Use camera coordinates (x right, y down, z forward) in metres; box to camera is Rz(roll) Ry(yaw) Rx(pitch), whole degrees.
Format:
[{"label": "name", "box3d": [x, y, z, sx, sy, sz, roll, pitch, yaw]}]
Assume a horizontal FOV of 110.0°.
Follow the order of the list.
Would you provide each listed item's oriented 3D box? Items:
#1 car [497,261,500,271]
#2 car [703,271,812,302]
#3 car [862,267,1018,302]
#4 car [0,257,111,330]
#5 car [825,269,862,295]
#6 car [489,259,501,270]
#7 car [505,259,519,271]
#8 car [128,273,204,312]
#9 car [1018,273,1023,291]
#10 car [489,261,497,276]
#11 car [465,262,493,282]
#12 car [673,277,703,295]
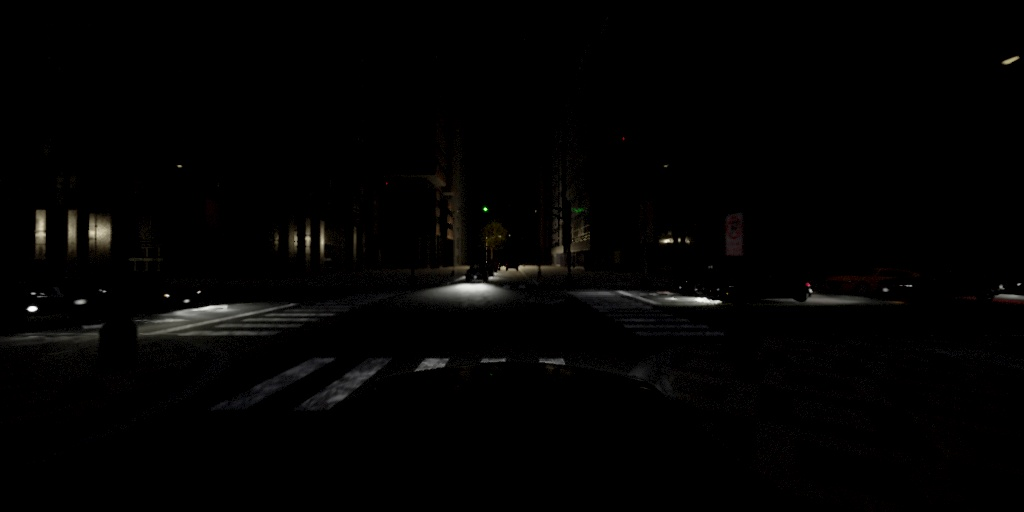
[{"label": "car", "box3d": [-3.162, 1.795, 52.607, 1.994, 1.385, 4.181, 0, -1, 0]}, {"label": "car", "box3d": [12.167, 1.475, 17.700, 4.181, 1.385, 1.994, 0, 0, 0]}, {"label": "car", "box3d": [20.863, 1.413, 17.671, 4.902, 1.511, 2.128, 0, 0, 0]}, {"label": "car", "box3d": [-16.018, 1.057, 11.122, 5.566, 2.045, 2.150, 0, 0, 2]}, {"label": "car", "box3d": [21.210, 1.424, 20.919, 5.008, 1.535, 1.882, 0, 0, 0]}, {"label": "car", "box3d": [-3.133, 1.553, 63.147, 2.150, 2.045, 5.566, 0, -1, 0]}, {"label": "car", "box3d": [0.012, 1.543, 61.853, 2.150, 2.045, 5.566, 0, 0, 0]}, {"label": "car", "box3d": [-15.642, 1.407, 14.343, 5.357, 1.411, 2.033, 0, 0, 0]}, {"label": "car", "box3d": [31.142, 1.507, 20.879, 5.357, 1.411, 2.033, 0, 0, 1]}, {"label": "car", "box3d": [-3.142, 1.641, 42.623, 1.837, 1.490, 4.892, 0, -1, 0]}, {"label": "car", "box3d": [-3.115, 1.534, 32.668, 2.128, 1.511, 4.902, 0, -1, 0]}, {"label": "car", "box3d": [12.075, 1.536, 20.952, 4.718, 1.301, 1.895, 0, 0, 3]}]
